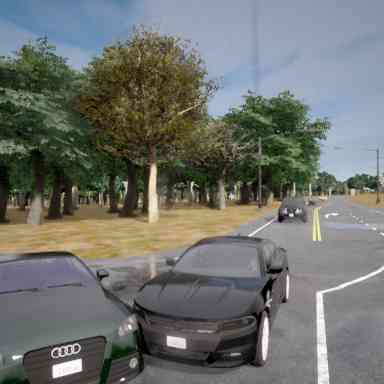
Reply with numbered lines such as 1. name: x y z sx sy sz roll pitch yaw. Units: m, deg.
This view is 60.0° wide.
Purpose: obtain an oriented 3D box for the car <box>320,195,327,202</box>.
1. car: 32.181 1.569 81.533 1.882 1.535 5.008 -1 0 21

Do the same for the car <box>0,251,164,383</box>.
1. car: -2.328 1.643 5.014 1.994 1.385 4.181 1 -2 -33

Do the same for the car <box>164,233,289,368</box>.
1. car: 0.714 1.613 6.320 1.882 1.535 5.008 -1 -2 21

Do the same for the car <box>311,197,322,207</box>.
1. car: 20.521 1.819 56.978 1.895 1.301 4.718 -1 0 27

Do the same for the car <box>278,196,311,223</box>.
1. car: 8.496 1.413 27.771 2.150 2.045 5.566 -1 0 21
